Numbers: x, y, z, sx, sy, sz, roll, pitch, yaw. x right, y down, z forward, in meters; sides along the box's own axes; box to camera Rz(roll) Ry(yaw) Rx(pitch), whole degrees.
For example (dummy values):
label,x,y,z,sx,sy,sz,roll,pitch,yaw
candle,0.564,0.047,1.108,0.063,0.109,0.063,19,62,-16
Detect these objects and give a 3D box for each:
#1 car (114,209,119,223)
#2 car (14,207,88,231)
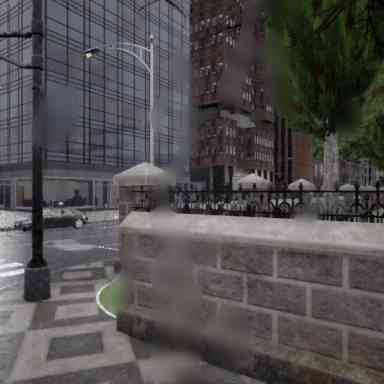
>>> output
label,x,y,z,sx,sy,sz,roll,pitch,yaw
car,-2.825,1.332,23.410,2.150,2.045,5.566,0,0,36
car,-8.425,1.629,20.205,2.008,1.369,4.403,0,-1,36
